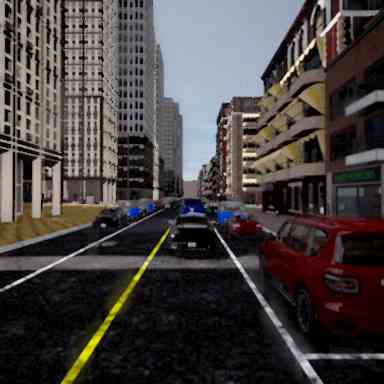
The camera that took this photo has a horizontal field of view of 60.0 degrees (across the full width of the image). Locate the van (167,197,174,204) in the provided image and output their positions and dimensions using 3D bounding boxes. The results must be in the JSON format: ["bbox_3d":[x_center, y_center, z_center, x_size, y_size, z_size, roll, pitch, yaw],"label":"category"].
[{"bbox_3d":[-5.693,2.241,89.879,1.690,1.788,3.998,0,-1,0],"label":"van"}]

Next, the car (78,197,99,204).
[{"bbox_3d":[-21.132,1.743,68.190,4.097,1.590,1.967,1,-2,0],"label":"car"}]

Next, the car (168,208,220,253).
[{"bbox_3d":[0.004,1.645,14.308,1.837,1.490,4.892,0,0,0],"label":"car"}]

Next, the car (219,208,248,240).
[{"bbox_3d":[2.690,1.754,17.865,1.802,1.307,4.206,0,-1,0],"label":"car"}]

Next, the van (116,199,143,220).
[{"bbox_3d":[-5.691,1.623,29.164,1.690,1.788,3.998,0,-1,0],"label":"van"}]

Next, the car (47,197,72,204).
[{"bbox_3d":[-26.709,1.778,68.174,4.206,1.307,1.802,1,-2,0],"label":"car"}]

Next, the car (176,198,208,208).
[{"bbox_3d":[0.002,1.497,29.022,2.150,2.045,5.566,0,0,0],"label":"car"}]

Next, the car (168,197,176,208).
[{"bbox_3d":[-3.007,2.072,60.269,1.882,1.535,5.008,0,-1,0],"label":"car"}]

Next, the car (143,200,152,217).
[{"bbox_3d":[-5.691,1.888,34.811,2.008,1.369,4.403,0,-1,0],"label":"car"}]

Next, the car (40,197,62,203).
[{"bbox_3d":[-32.364,1.742,76.542,4.206,1.307,1.802,1,-2,0],"label":"car"}]

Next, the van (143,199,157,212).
[{"bbox_3d":[-5.691,1.735,40.461,1.690,1.788,3.998,0,-1,0],"label":"van"}]

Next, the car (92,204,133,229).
[{"bbox_3d":[-5.690,1.793,23.514,1.947,1.339,4.313,0,-1,0],"label":"car"}]

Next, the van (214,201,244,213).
[{"bbox_3d":[2.690,1.567,23.516,1.690,1.788,3.998,0,-1,0],"label":"van"}]

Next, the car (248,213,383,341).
[{"bbox_3d":[2.690,1.378,6.571,2.192,1.841,5.009,0,-1,0],"label":"car"}]

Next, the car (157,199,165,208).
[{"bbox_3d":[-5.692,2.005,57.405,1.967,1.590,4.097,0,-1,0],"label":"car"}]

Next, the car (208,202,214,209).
[{"bbox_3d":[2.689,1.944,40.459,2.008,1.369,4.403,0,-1,0],"label":"car"}]

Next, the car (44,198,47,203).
[{"bbox_3d":[-32.278,1.404,68.170,5.009,1.841,2.192,1,-2,0],"label":"car"}]
